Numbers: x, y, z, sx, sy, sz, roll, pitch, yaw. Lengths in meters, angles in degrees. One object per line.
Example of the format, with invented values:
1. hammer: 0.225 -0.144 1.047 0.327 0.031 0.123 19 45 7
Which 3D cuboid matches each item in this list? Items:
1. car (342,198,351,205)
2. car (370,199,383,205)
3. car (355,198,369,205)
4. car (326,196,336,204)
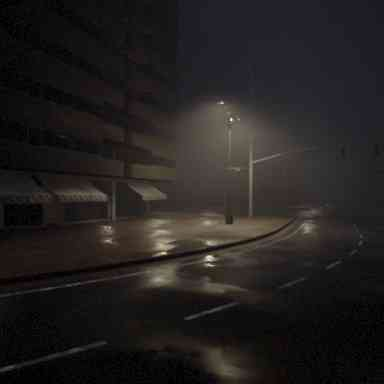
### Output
1. car: 38.413 2.302 82.796 1.882 1.535 5.008 0 0 23
2. car: 45.190 2.399 80.853 1.994 1.385 4.181 0 0 23
3. car: 41.965 2.359 82.212 1.812 1.442 4.674 0 0 23
4. car: 35.178 2.038 84.130 2.150 2.045 5.566 0 0 23
